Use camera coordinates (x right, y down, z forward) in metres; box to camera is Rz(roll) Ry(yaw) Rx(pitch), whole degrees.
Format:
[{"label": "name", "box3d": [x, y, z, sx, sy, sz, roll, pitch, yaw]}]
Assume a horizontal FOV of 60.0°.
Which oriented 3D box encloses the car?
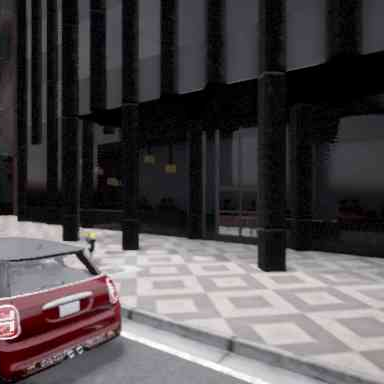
[{"label": "car", "box3d": [-3.056, 1.427, 5.144, 4.097, 1.590, 1.967, 0, 0, 35]}]
